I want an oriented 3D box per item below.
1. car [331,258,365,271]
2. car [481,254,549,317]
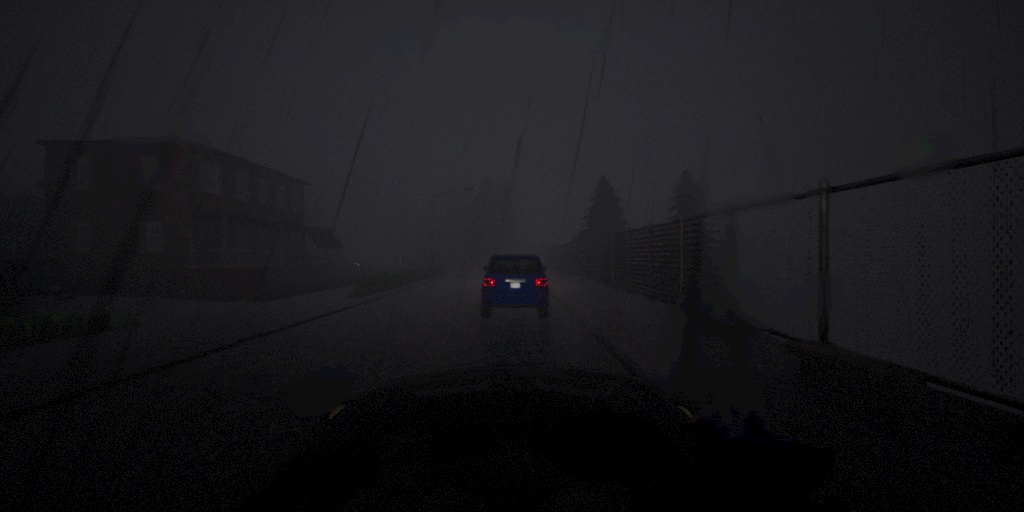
[{"bbox_3d":[-20.236,1.013,43.452,4.553,1.767,2.097,0,0,1],"label":"car"},{"bbox_3d":[0.102,0.947,13.196,2.150,2.045,5.566,0,0,0],"label":"car"}]
